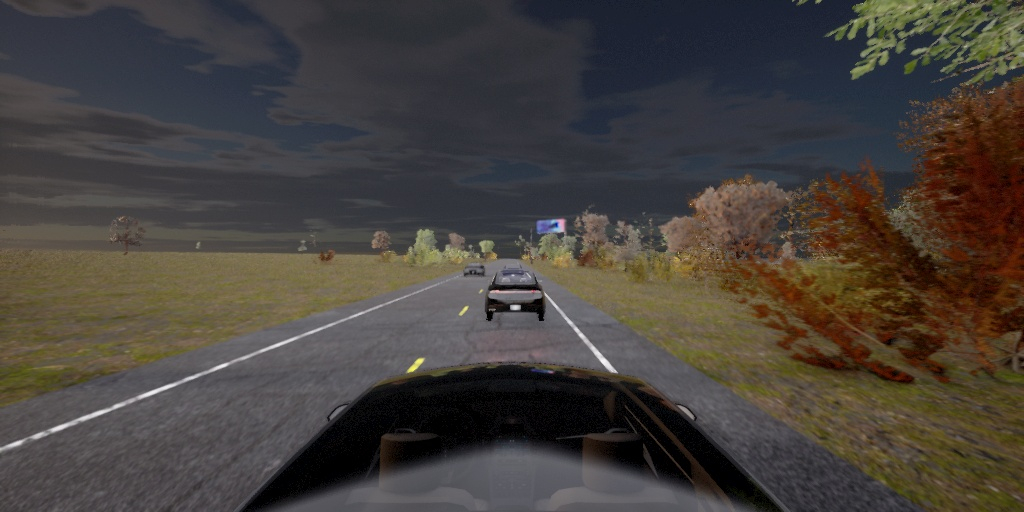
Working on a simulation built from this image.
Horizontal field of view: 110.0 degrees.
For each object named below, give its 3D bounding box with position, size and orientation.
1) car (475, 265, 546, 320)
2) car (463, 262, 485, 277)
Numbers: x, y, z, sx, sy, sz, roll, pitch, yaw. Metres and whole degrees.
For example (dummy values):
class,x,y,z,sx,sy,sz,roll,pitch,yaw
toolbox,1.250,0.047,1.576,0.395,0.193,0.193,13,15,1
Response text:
class,x,y,z,sx,sy,sz,roll,pitch,yaw
car,0.097,1.244,12.569,2.128,1.511,4.902,0,0,0
car,-3.593,1.327,35.159,1.994,1.385,4.181,0,0,0
